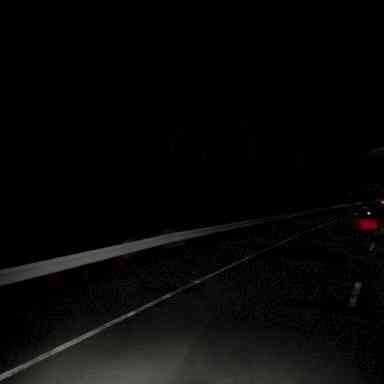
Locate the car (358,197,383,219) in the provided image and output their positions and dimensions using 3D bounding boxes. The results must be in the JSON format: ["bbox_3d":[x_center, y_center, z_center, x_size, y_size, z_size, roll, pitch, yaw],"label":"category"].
[{"bbox_3d":[16.079,1.505,29.588,1.837,1.490,4.892,0,0,35],"label":"car"}]

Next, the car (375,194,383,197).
[{"bbox_3d":[22.144,1.221,38.121,2.150,2.045,5.566,0,0,36],"label":"car"}]
